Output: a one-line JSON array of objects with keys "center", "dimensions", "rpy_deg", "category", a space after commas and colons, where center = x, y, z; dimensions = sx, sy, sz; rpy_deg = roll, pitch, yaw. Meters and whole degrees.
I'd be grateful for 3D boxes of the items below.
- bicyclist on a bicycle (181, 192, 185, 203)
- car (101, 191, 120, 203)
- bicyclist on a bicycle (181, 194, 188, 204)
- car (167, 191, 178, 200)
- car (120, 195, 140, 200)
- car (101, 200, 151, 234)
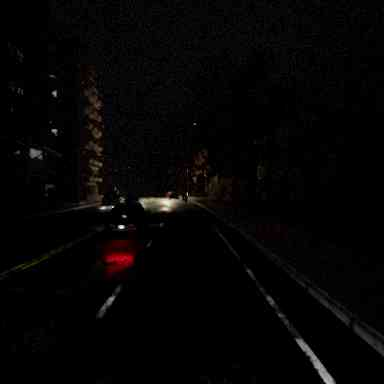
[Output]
[{"center": [-1.611, 0.967, 58.929], "dimensions": [0.659, 1.776, 1.843], "rpy_deg": [0, 1, -5], "category": "bicyclist on a bicycle"}, {"center": [-11.512, 0.907, 47.867], "dimensions": [2.150, 2.045, 5.566], "rpy_deg": [0, 0, -4], "category": "car"}, {"center": [-0.950, 1.092, 50.596], "dimensions": [0.866, 1.612, 1.509], "rpy_deg": [0, 0, -4], "category": "bicyclist on a bicycle"}, {"center": [-4.205, 0.951, 76.463], "dimensions": [1.882, 1.535, 5.008], "rpy_deg": [0, 0, -6], "category": "car"}, {"center": [-8.042, 1.182, 44.559], "dimensions": [1.882, 1.535, 5.008], "rpy_deg": [0, 0, -3], "category": "car"}, {"center": [-3.412, 1.386, 18.210], "dimensions": [1.837, 1.490, 4.892], "rpy_deg": [0, 0, -1], "category": "car"}]
